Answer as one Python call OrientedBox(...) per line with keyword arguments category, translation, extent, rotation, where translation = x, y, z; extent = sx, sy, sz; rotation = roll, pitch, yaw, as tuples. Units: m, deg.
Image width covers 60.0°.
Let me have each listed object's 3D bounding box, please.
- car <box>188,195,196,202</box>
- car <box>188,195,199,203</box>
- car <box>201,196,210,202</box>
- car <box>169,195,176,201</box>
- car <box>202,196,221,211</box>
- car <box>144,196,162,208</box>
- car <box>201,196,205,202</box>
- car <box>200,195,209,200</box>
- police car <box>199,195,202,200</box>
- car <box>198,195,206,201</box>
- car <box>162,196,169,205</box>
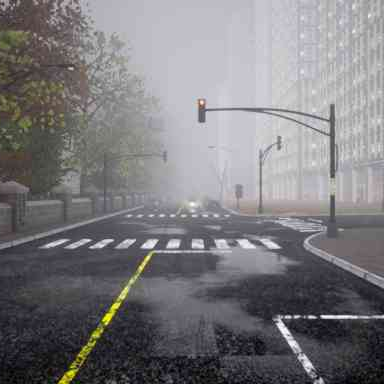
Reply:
OrientedBox(category="car", translation=(-0.020, 1.568, 80.014), extent=(1.837, 1.490, 4.892), rotation=(0, 0, 0))
OrientedBox(category="car", translation=(0.028, 1.564, 70.997), extent=(2.128, 1.511, 4.902), rotation=(0, 0, 0))
OrientedBox(category="car", translation=(3.131, 1.588, 76.789), extent=(1.812, 1.442, 4.674), rotation=(0, 0, 0))
OrientedBox(category="car", translation=(-5.710, 1.624, 86.534), extent=(1.887, 1.381, 4.507), rotation=(0, 0, 0))
OrientedBox(category="car", translation=(2.681, 1.586, 41.477), extent=(1.947, 1.339, 4.313), rotation=(0, 0, 0))
OrientedBox(category="car", translation=(-5.701, 1.607, 47.107), extent=(1.802, 1.307, 4.206), rotation=(0, 0, 0))
OrientedBox(category="car", translation=(2.679, 1.590, 47.109), extent=(1.947, 1.339, 4.313), rotation=(0, 0, 0))
OrientedBox(category="car", translation=(2.678, 1.596, 52.742), extent=(1.947, 1.339, 4.313), rotation=(0, 0, 0))
OrientedBox(category="police car", translation=(3.117, 1.476, 69.899), extent=(1.930, 1.638, 5.238), rotation=(0, 0, 0))
OrientedBox(category="car", translation=(2.669, 1.640, 92.168), extent=(2.008, 1.369, 4.403), rotation=(0, 0, 0))
OrientedBox(category="car", translation=(-5.703, 1.476, 58.373), extent=(1.967, 1.590, 4.097), rotation=(0, 0, 0))
